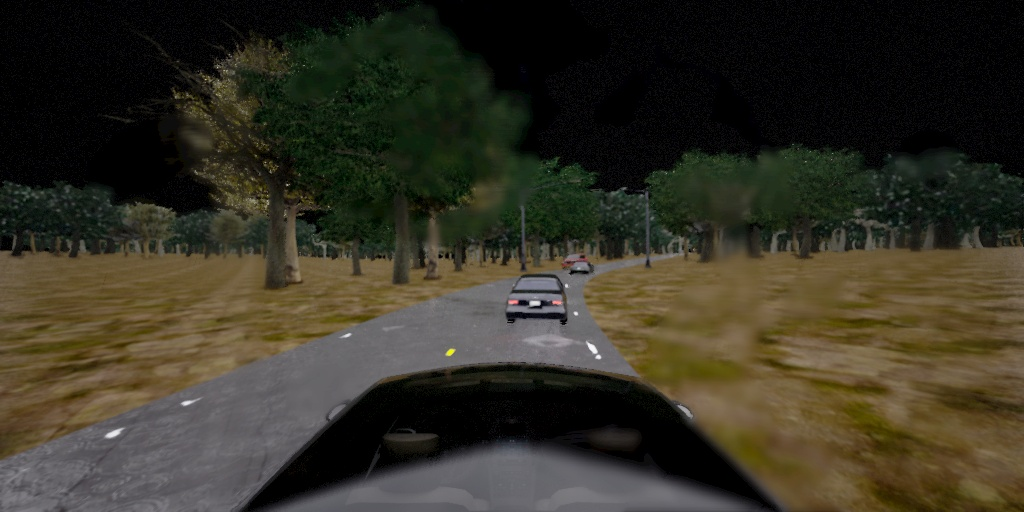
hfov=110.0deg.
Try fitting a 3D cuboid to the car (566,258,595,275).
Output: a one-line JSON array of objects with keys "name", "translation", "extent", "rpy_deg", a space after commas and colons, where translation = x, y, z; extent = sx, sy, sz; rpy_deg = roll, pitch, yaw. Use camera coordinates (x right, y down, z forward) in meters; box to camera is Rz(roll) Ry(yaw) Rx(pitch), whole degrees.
[{"name": "car", "translation": [7.333, 1.188, 37.237], "extent": [1.994, 1.385, 4.181], "rpy_deg": [-1, 0, 21]}]

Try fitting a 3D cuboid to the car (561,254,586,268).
[{"name": "car", "translation": [8.328, 0.757, 47.254], "extent": [2.150, 2.045, 5.566], "rpy_deg": [-1, 1, 28]}]

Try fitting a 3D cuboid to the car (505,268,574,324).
[{"name": "car", "translation": [0.917, 1.305, 12.100], "extent": [2.033, 1.411, 5.357], "rpy_deg": [0, 0, 7]}]
